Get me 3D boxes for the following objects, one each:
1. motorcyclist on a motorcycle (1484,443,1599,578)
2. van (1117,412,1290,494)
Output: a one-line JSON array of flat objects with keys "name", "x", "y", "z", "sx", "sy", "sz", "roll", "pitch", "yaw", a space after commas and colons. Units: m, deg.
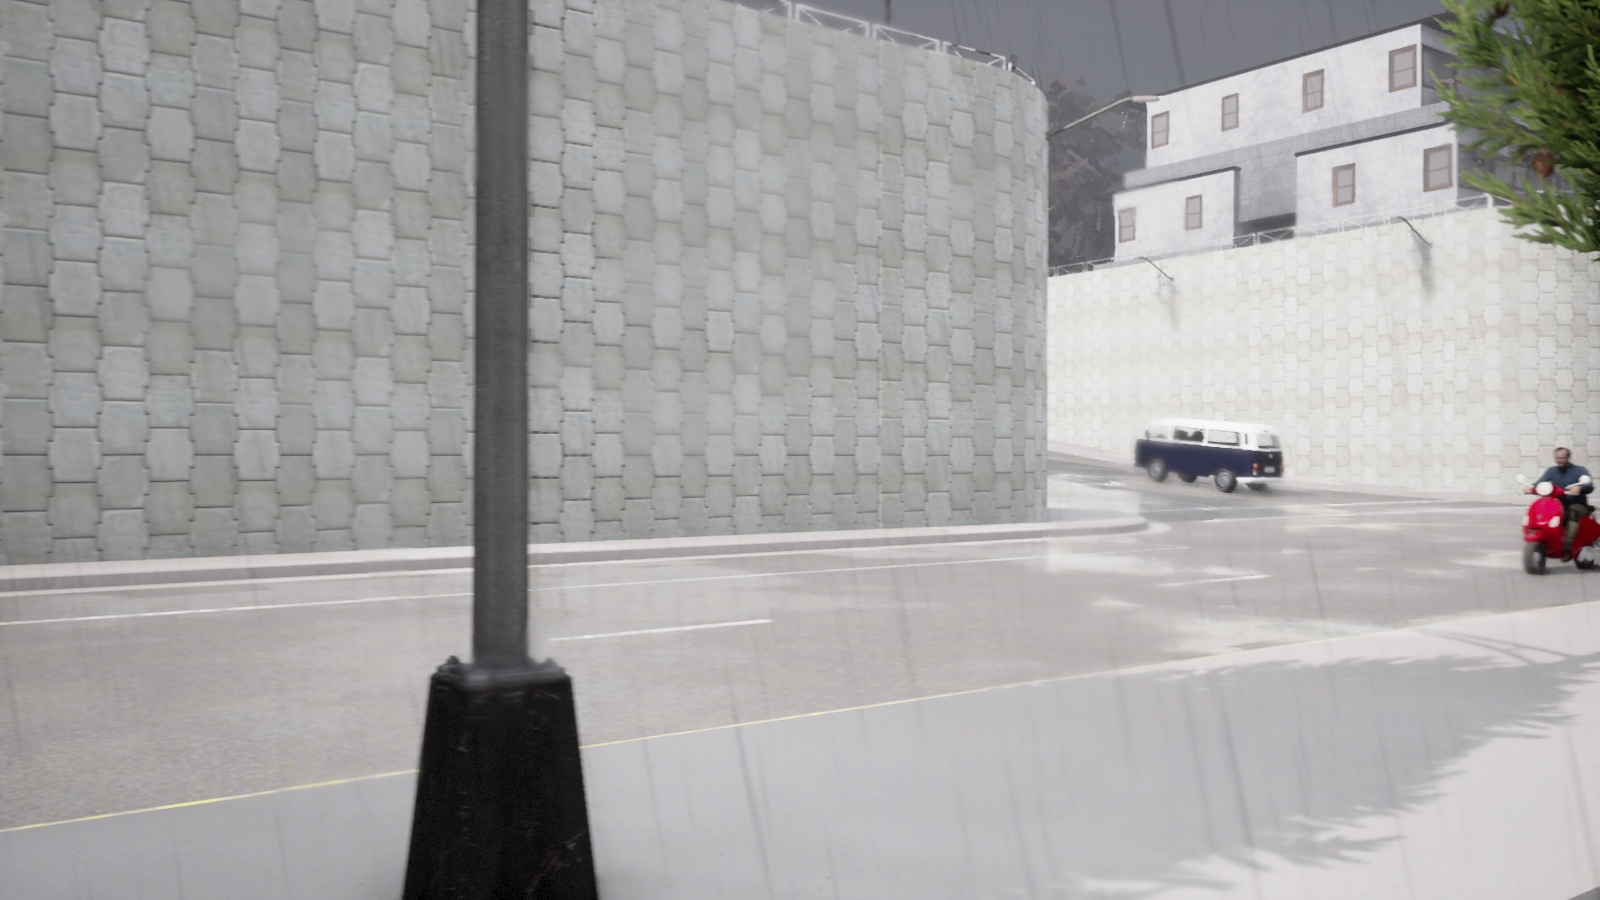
[{"name": "motorcyclist on a motorcycle", "x": 9.471, "y": 0.717, "z": 15.734, "sx": 1.817, "sy": 1.590, "sz": 0.866, "roll": 0, "pitch": 0, "yaw": -35}, {"name": "van", "x": 12.088, "y": 0.048, "z": 37.885, "sx": 2.069, "sy": 2.038, "sz": 4.480, "roll": 1, "pitch": 5, "yaw": -36}]
